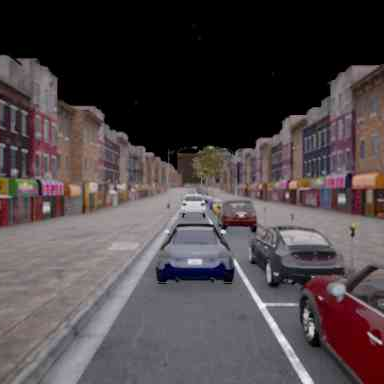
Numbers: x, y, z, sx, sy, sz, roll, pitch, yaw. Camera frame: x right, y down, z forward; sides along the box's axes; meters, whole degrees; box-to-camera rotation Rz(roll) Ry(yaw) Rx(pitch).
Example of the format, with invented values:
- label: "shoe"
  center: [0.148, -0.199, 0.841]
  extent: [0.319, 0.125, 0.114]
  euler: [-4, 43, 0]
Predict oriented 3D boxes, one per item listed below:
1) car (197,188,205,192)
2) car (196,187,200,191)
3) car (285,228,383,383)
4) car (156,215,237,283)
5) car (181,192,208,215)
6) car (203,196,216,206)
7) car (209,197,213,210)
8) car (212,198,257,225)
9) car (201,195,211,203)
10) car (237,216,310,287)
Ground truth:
- label: "car"
  center: [2.798, 0.710, 81.504]
  extent: [2.192, 1.841, 5.009]
  euler: [1, 1, 0]
- label: "car"
  center: [2.820, 0.442, 92.620]
  extent: [2.192, 1.841, 5.009]
  euler: [1, 2, 0]
- label: "car"
  center: [2.640, 1.459, 3.694]
  extent: [1.967, 1.590, 4.097]
  euler: [0, 0, 0]
- label: "car"
  center: [0.087, 1.606, 9.797]
  extent: [1.994, 1.385, 4.181]
  euler: [0, 0, 1]
- label: "car"
  center: [0.148, 1.247, 31.641]
  extent: [2.150, 2.045, 5.566]
  euler: [0, 0, 0]
- label: "car"
  center: [2.738, 1.398, 53.712]
  extent: [1.887, 1.381, 4.507]
  euler: [1, 1, 0]
- label: "car"
  center: [3.083, 1.466, 34.855]
  extent: [1.801, 1.575, 5.366]
  euler: [0, 0, 0]
- label: "car"
  center: [2.674, 1.368, 20.365]
  extent: [2.192, 1.841, 5.009]
  euler: [0, 0, 0]
- label: "car"
  center: [2.760, 1.288, 64.832]
  extent: [1.802, 1.307, 4.206]
  euler: [1, 1, 0]
- label: "car"
  center: [2.651, 1.591, 9.251]
  extent: [2.008, 1.369, 4.403]
  euler: [0, 0, 0]
